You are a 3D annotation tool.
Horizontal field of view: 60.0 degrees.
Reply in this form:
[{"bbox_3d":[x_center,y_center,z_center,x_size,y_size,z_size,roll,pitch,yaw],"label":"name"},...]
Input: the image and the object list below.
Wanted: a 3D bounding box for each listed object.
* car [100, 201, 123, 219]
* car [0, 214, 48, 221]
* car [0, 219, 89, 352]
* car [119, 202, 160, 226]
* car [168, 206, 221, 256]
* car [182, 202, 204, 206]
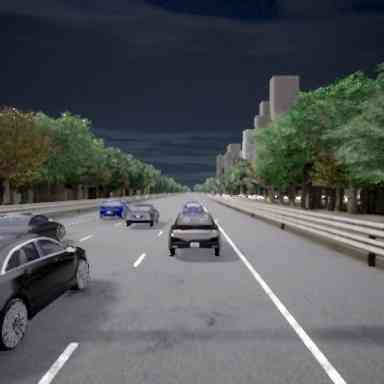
[{"bbox_3d":[-6.897,1.541,30.143,1.882,1.535,5.008,0,0,0],"label":"car"},{"bbox_3d":[-6.903,1.598,13.849,1.994,1.385,4.181,0,0,0],"label":"car"},{"bbox_3d":[-3.425,1.508,6.174,2.128,1.511,4.902,0,0,0],"label":"car"},{"bbox_3d":[-3.409,1.600,23.591,2.033,1.411,5.357,0,0,0],"label":"car"},{"bbox_3d":[0.096,1.524,13.316,2.128,1.511,4.902,0,0,0],"label":"car"},{"bbox_3d":[0.102,1.588,29.561,1.812,1.442,4.674,0,0,0],"label":"car"}]
